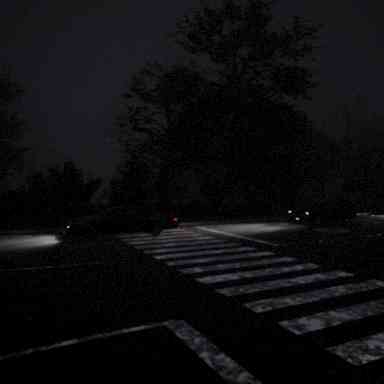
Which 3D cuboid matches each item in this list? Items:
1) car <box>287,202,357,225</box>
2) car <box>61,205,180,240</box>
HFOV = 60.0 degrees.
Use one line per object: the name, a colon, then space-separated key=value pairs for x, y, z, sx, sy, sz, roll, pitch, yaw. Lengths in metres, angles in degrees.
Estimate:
car: x=8.608 y=1.368 z=21.997 sx=4.718 sy=1.301 sz=1.895 roll=0 pitch=1 yaw=-28
car: x=-3.290 y=1.356 z=15.769 sx=5.357 sy=1.411 sz=2.033 roll=0 pitch=1 yaw=-27
